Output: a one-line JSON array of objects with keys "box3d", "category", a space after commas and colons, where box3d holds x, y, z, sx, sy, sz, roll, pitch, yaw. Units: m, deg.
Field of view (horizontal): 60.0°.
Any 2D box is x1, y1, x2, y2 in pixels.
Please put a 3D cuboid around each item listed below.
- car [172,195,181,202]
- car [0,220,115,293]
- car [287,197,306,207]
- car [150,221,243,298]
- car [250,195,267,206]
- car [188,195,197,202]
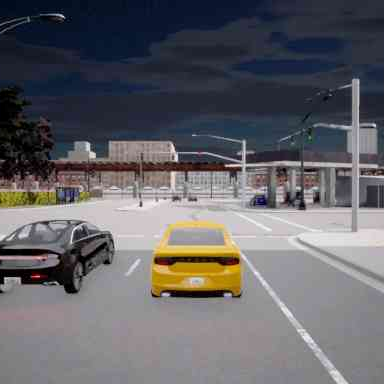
[{"box3d": [-3.342, 1.386, 73.529, 1.837, 1.490, 4.892, 0, 0, 0], "category": "car"}, {"box3d": [-3.399, 1.474, 8.770, 2.128, 1.511, 4.902, 0, 0, 0], "category": "car"}, {"box3d": [15.562, 1.425, 49.576, 1.970, 1.475, 3.806, 0, 0, 0], "category": "car"}, {"box3d": [0.100, 1.468, 8.553, 1.882, 1.535, 5.008, 0, 0, 0], "category": "car"}, {"box3d": [9.816, 1.253, 48.826, 2.242, 1.667, 4.611, 0, 0, 0], "category": "car"}, {"box3d": [0.157, 1.446, 73.522, 1.994, 1.385, 4.181, 0, 0, 0], "category": "car"}]
